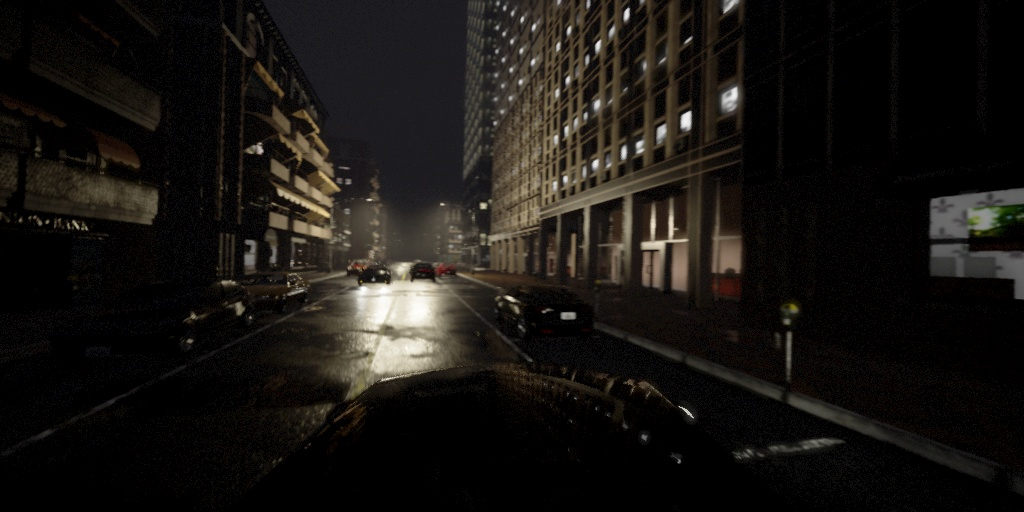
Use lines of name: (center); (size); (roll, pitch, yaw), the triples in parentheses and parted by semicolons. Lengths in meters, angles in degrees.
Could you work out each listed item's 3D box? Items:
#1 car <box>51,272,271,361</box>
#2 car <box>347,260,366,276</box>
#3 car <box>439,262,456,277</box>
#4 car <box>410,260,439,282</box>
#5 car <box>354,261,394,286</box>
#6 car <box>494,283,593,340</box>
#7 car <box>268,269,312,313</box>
car: (-7.353, 1.192, 7.951); (1.948, 1.339, 4.313); (0, 0, -16)
car: (-14.918, 1.131, 35.161); (1.967, 1.591, 4.097); (0, 0, -16)
car: (-6.846, 1.451, 37.405); (1.888, 1.381, 4.507); (0, 0, -16)
car: (-7.341, 1.299, 29.540); (1.882, 1.535, 5.008); (2, -1, -16)
car: (-9.203, 1.294, 24.411); (1.994, 1.385, 4.181); (2, -1, -15)
car: (0.719, 1.407, 10.195); (1.948, 1.339, 4.313); (0, 0, -16)
car: (-8.820, 1.164, 13.230); (1.751, 1.417, 4.829); (0, 0, -16)
